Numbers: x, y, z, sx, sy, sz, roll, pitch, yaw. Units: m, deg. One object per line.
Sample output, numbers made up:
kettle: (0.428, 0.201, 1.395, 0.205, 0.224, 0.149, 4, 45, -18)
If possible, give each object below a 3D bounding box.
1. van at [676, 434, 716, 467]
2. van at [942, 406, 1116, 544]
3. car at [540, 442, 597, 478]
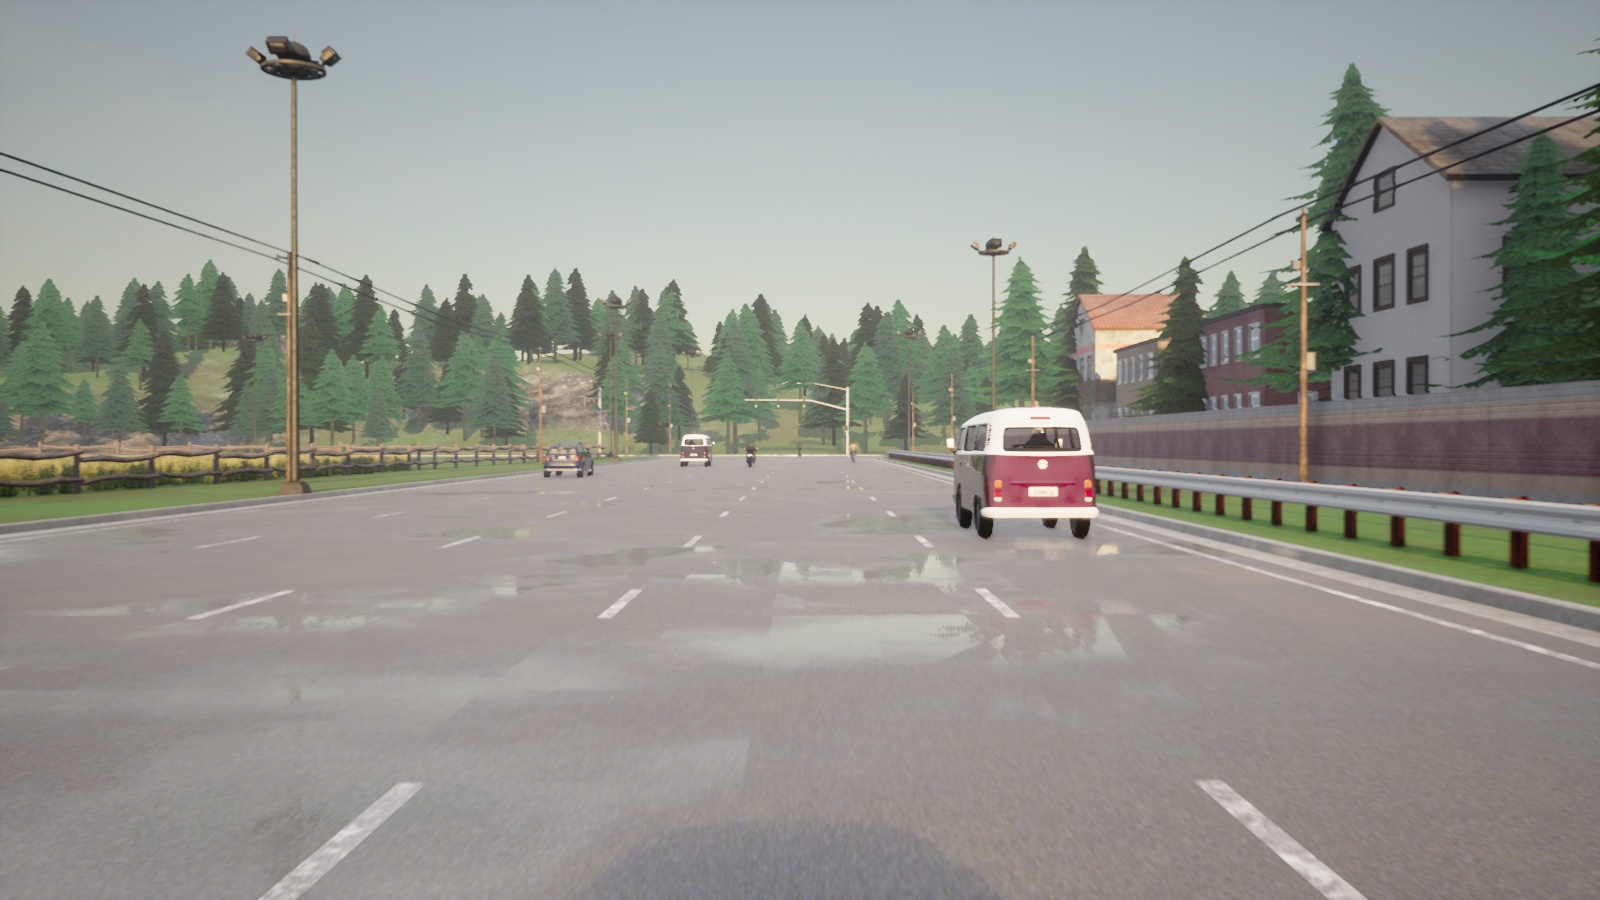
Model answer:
van: (-6.536, 0.019, 79.336, 2.069, 2.038, 4.480, 0, 0, 0)
van: (3.633, 0.356, 20.777, 2.069, 2.038, 4.480, 0, 0, 0)
car: (-10.173, 0.406, 55.381, 1.789, 1.549, 3.705, 0, 0, 0)
